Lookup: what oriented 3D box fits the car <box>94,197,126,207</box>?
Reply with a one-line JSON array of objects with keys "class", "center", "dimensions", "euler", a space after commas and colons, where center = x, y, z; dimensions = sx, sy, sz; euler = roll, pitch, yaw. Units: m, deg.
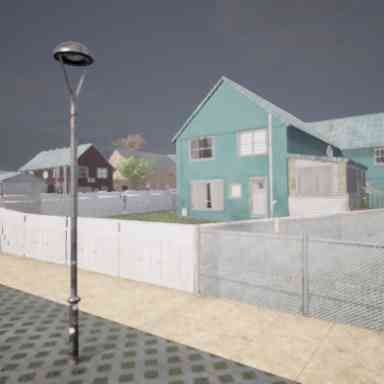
[{"class": "car", "center": [-8.433, 0.898, 32.270], "dimensions": [1.882, 1.535, 5.008], "euler": [-1, 1, 35]}]
